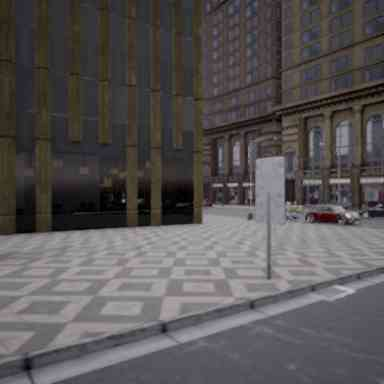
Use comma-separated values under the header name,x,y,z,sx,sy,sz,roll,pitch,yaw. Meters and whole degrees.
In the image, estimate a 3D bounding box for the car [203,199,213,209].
name,x,y,z,sx,sy,sz,roll,pitch,yaw
car,1.565,1.868,54.393,1.967,1.590,4.097,-1,0,-36

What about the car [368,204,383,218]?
name,x,y,z,sx,sy,sz,roll,pitch,yaw
car,18.138,1.842,31.397,2.008,1.369,4.403,-1,0,-36

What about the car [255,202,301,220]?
name,x,y,z,sx,sy,sz,roll,pitch,yaw
car,7.889,1.910,31.038,2.008,1.369,4.403,-1,0,-36

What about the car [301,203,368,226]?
name,x,y,z,sx,sy,sz,roll,pitch,yaw
car,11.203,1.780,26.438,1.967,1.590,4.097,-1,0,-36

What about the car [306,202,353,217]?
name,x,y,z,sx,sy,sz,roll,pitch,yaw
car,14.822,1.877,35.997,1.947,1.339,4.313,-1,0,-36

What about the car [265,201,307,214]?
name,x,y,z,sx,sy,sz,roll,pitch,yaw
car,11.410,1.860,40.733,1.752,1.417,4.829,-1,0,-36
